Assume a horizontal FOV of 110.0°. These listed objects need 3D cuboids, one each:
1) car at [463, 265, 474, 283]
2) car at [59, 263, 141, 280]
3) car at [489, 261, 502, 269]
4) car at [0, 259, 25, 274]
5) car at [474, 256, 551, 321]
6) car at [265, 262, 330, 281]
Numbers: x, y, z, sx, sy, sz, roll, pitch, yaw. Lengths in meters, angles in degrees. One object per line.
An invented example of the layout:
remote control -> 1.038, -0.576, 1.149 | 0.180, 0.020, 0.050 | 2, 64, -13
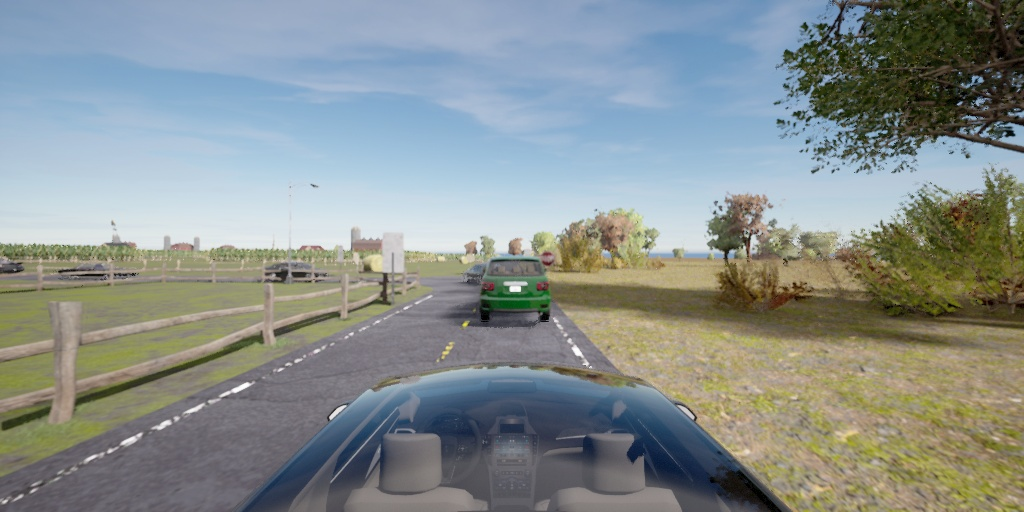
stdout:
car -> -2.136, 1.338, 26.839 | 1.837, 1.490, 4.892 | 2, 0, -27
car -> -33.140, 1.237, 28.973 | 4.718, 1.301, 1.895 | 0, 0, -1
car -> -2.827, 1.521, 61.873 | 2.033, 1.411, 5.357 | 0, 0, 1
car -> -46.426, 1.012, 31.719 | 4.902, 1.511, 2.128 | 0, 0, 0
car -> 0.091, 1.007, 12.664 | 2.150, 2.045, 5.566 | 0, 0, 0
car -> -17.410, 1.246, 29.142 | 4.892, 1.490, 1.837 | 1, 0, -1
